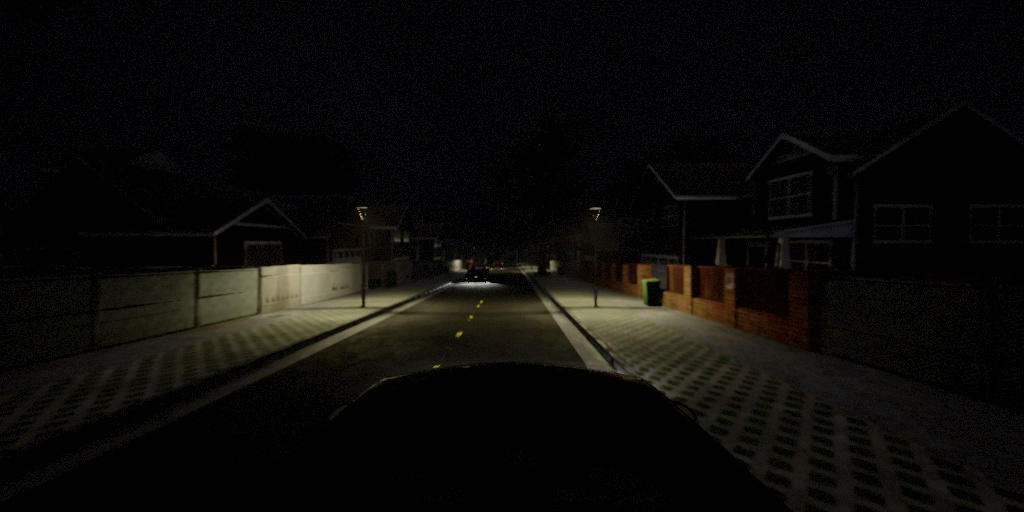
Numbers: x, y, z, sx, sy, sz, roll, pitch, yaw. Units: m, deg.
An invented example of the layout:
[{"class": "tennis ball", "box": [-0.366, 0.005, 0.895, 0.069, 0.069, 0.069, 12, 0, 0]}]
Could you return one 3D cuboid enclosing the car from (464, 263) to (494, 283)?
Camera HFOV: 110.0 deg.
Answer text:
[{"class": "car", "box": [-2.844, 1.481, 30.295, 1.994, 1.385, 4.181, 0, 0, 0]}]
